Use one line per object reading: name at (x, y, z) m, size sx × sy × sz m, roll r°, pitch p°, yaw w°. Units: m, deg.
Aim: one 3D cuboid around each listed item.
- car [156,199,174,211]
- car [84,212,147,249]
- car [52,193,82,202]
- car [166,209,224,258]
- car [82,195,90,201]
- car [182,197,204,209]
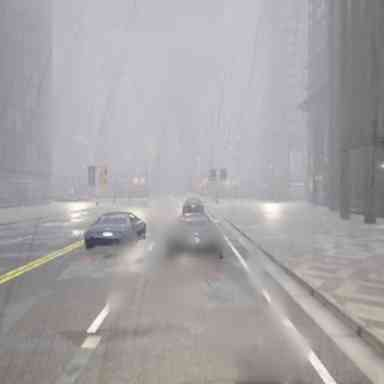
car at (-3.137, 1.548, 40.014) m, size 1.895 × 1.301 × 4.718 m, roll 0°, pitch 0°, yaw 0°
car at (-3.145, 1.543, 14.408) m, size 1.994 × 1.385 × 4.181 m, roll 0°, pitch 0°, yaw 0°
car at (-24.914, 1.460, 66.279) m, size 4.313 × 1.339 × 1.947 m, roll 0°, pitch 0°, yaw -1°
car at (0.104, 1.545, 12.710) m, size 1.994 × 1.385 × 4.181 m, roll 0°, pitch 0°, yaw 0°
car at (-25.041, 1.435, 74.803) m, size 4.206 × 1.307 × 1.802 m, roll 0°, pitch 0°, yaw -1°
car at (0.111, 1.307, 32.520) m, size 2.097 × 1.767 × 4.553 m, roll 0°, pitch 0°, yaw 0°
